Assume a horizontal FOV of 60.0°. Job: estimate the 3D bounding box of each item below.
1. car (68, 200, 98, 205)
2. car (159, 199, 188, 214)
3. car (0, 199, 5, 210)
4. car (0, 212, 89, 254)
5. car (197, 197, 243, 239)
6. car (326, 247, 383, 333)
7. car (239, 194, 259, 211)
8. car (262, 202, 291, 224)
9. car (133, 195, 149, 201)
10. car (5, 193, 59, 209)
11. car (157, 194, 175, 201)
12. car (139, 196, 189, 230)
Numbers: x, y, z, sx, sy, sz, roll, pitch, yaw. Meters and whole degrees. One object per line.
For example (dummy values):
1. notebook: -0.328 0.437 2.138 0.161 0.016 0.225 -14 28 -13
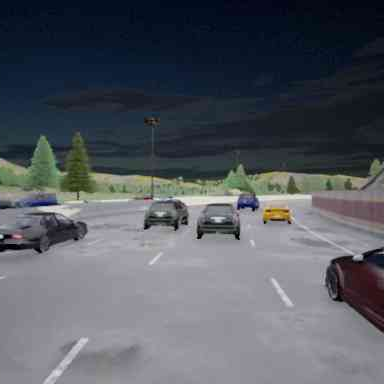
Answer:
1. car: -12.303 1.564 38.385 1.895 1.301 4.718 0 0 15
2. car: -1.898 1.523 35.890 1.812 1.442 4.674 0 0 15
3. car: -20.383 1.484 34.980 2.033 1.411 5.357 0 0 13
4. car: -6.107 1.529 13.525 2.033 1.411 5.357 0 0 6
5. car: 1.508 1.359 17.644 2.097 1.767 4.553 0 0 8
6. car: 3.848 1.577 5.602 1.994 1.385 4.181 0 0 2
7. car: 6.997 1.249 41.277 2.150 2.045 5.566 0 0 18
8. car: 6.339 1.501 25.167 1.882 1.535 5.008 0 0 11
9. car: -10.798 1.360 71.744 1.882 1.535 5.008 0 0 26
10. car: -16.648 1.167 35.517 2.150 2.045 5.566 0 0 14
11. car: -5.747 1.156 73.913 1.994 1.385 4.181 0 0 28
12. car: -1.495 1.349 21.179 2.097 1.767 4.553 0 0 9
